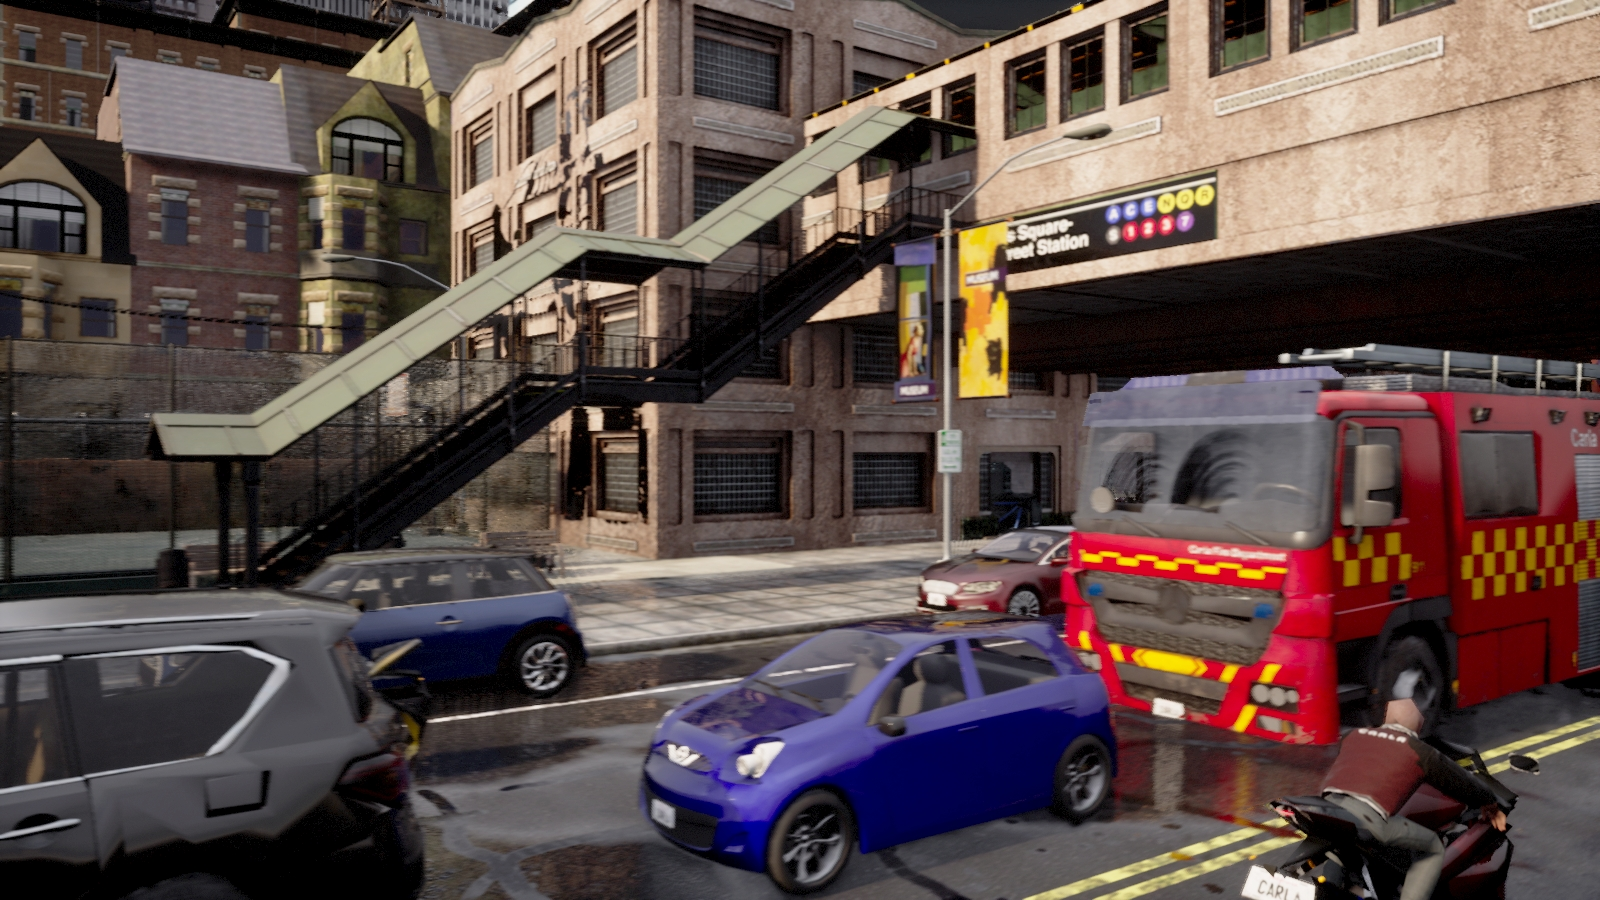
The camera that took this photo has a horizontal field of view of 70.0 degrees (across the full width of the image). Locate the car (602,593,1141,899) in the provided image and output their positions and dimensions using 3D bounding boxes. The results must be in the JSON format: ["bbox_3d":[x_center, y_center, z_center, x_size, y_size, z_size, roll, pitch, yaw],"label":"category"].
[{"bbox_3d":[0.599,2.038,8.472,3.633,1.501,1.845,0,0,-35],"label":"car"}]

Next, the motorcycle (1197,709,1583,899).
[{"bbox_3d":[3.132,2.205,5.977,2.209,1.251,0.867,0,0,-35],"label":"motorcycle"}]

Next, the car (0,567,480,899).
[{"bbox_3d":[-4.478,1.780,4.925,5.566,2.045,2.150,0,0,-35],"label":"car"}]

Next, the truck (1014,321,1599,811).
[{"bbox_3d":[6.421,0.888,12.530,8.468,3.827,2.891,0,0,-35],"label":"truck"}]
